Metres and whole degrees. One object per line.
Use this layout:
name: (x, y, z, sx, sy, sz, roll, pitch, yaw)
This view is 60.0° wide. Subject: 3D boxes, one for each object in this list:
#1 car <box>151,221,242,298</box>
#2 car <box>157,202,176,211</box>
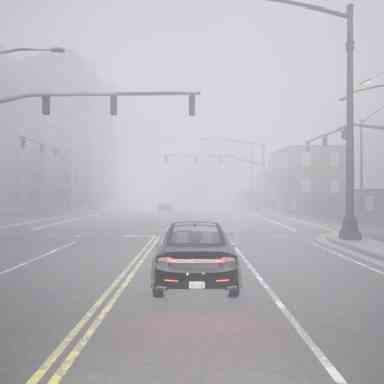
car: (0.073, 1.492, 8.525, 2.128, 1.511, 4.902, 0, 0, 0)
car: (-3.607, 2.055, 45.461, 1.994, 1.385, 4.181, 0, -4, 0)
